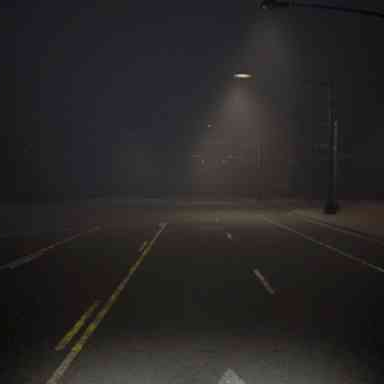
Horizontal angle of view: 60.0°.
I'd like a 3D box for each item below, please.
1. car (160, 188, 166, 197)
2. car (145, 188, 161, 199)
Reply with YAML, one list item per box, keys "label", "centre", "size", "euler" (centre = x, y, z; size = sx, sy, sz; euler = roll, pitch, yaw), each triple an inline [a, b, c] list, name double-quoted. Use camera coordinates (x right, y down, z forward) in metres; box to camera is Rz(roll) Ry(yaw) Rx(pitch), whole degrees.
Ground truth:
- label: "car"
  centre: [-7.015, 0.128, 74.579]
  size: [2.150, 2.045, 5.566]
  euler: [0, 0, 0]
- label: "car"
  centre: [-7.051, 0.560, 59.270]
  size: [1.812, 1.442, 4.674]
  euler: [0, 1, 1]
